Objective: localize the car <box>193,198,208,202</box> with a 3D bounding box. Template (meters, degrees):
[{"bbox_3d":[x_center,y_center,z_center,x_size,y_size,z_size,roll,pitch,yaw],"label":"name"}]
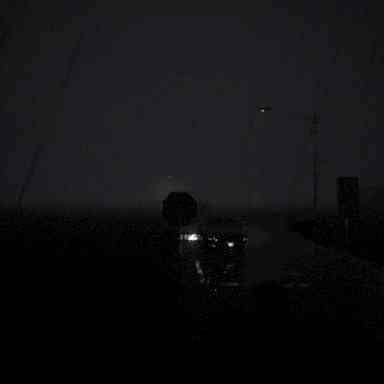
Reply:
[{"bbox_3d":[1.471,1.947,43.459,2.128,1.511,4.902,0,-1,-8],"label":"car"}]

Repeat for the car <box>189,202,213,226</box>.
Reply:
[{"bbox_3d":[0.517,1.769,25.717,2.128,1.511,4.902,0,-1,-5],"label":"car"}]

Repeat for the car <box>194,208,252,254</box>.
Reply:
[{"bbox_3d":[1.272,1.670,14.382,1.837,1.490,4.892,0,-1,-3],"label":"car"}]
